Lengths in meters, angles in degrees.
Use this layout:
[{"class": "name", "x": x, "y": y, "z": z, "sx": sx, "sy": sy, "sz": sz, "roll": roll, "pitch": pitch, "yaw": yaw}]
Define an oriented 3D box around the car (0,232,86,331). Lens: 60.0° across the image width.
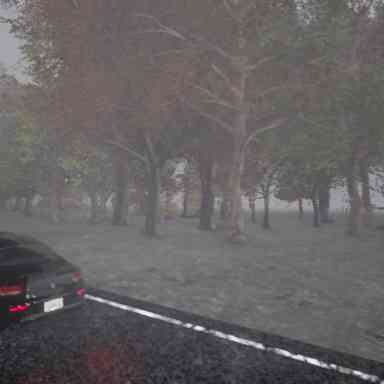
[{"class": "car", "x": -3.969, "y": 1.503, "z": 6.402, "sx": 4.674, "sy": 1.442, "sz": 1.812, "roll": 1, "pitch": 0, "yaw": 36}]
